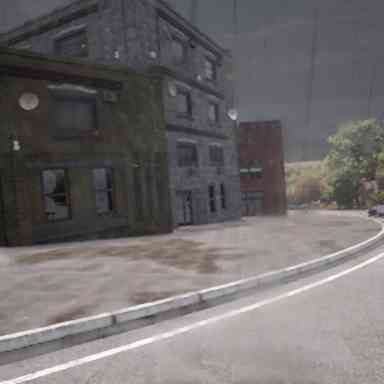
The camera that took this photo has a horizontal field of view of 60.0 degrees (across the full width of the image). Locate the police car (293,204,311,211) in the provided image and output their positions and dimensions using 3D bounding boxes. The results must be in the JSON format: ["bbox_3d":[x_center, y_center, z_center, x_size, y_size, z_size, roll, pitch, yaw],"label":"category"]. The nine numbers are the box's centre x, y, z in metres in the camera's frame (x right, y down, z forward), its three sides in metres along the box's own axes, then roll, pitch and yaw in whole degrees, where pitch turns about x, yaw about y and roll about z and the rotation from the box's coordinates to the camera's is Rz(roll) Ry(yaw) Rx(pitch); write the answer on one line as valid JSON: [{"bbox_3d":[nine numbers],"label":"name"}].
[{"bbox_3d":[26.325,3.662,78.209,1.930,1.638,5.238,-4,-3,-2],"label":"police car"}]

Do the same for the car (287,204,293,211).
[{"bbox_3d":[26.357,4.200,87.923,1.812,1.442,4.674,-4,-3,2],"label":"car"}]

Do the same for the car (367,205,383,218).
[{"bbox_3d":[21.686,2.188,38.102,2.033,1.411,5.357,-3,-3,13],"label":"car"}]
